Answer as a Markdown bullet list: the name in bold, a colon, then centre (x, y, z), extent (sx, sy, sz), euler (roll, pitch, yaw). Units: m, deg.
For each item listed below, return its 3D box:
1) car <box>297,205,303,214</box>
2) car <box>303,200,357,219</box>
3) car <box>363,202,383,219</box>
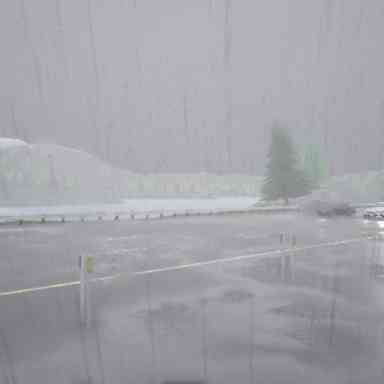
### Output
- **car**: centre (13.013, 1.579, 34.718), extent (4.902, 1.511, 2.128), euler (0, 0, -35)
- **car**: centre (12.891, 1.626, 30.355), extent (5.357, 1.411, 2.033), euler (0, 0, -35)
- **car**: centre (16.704, 1.609, 28.758), extent (4.674, 1.442, 1.812), euler (0, 0, -35)
